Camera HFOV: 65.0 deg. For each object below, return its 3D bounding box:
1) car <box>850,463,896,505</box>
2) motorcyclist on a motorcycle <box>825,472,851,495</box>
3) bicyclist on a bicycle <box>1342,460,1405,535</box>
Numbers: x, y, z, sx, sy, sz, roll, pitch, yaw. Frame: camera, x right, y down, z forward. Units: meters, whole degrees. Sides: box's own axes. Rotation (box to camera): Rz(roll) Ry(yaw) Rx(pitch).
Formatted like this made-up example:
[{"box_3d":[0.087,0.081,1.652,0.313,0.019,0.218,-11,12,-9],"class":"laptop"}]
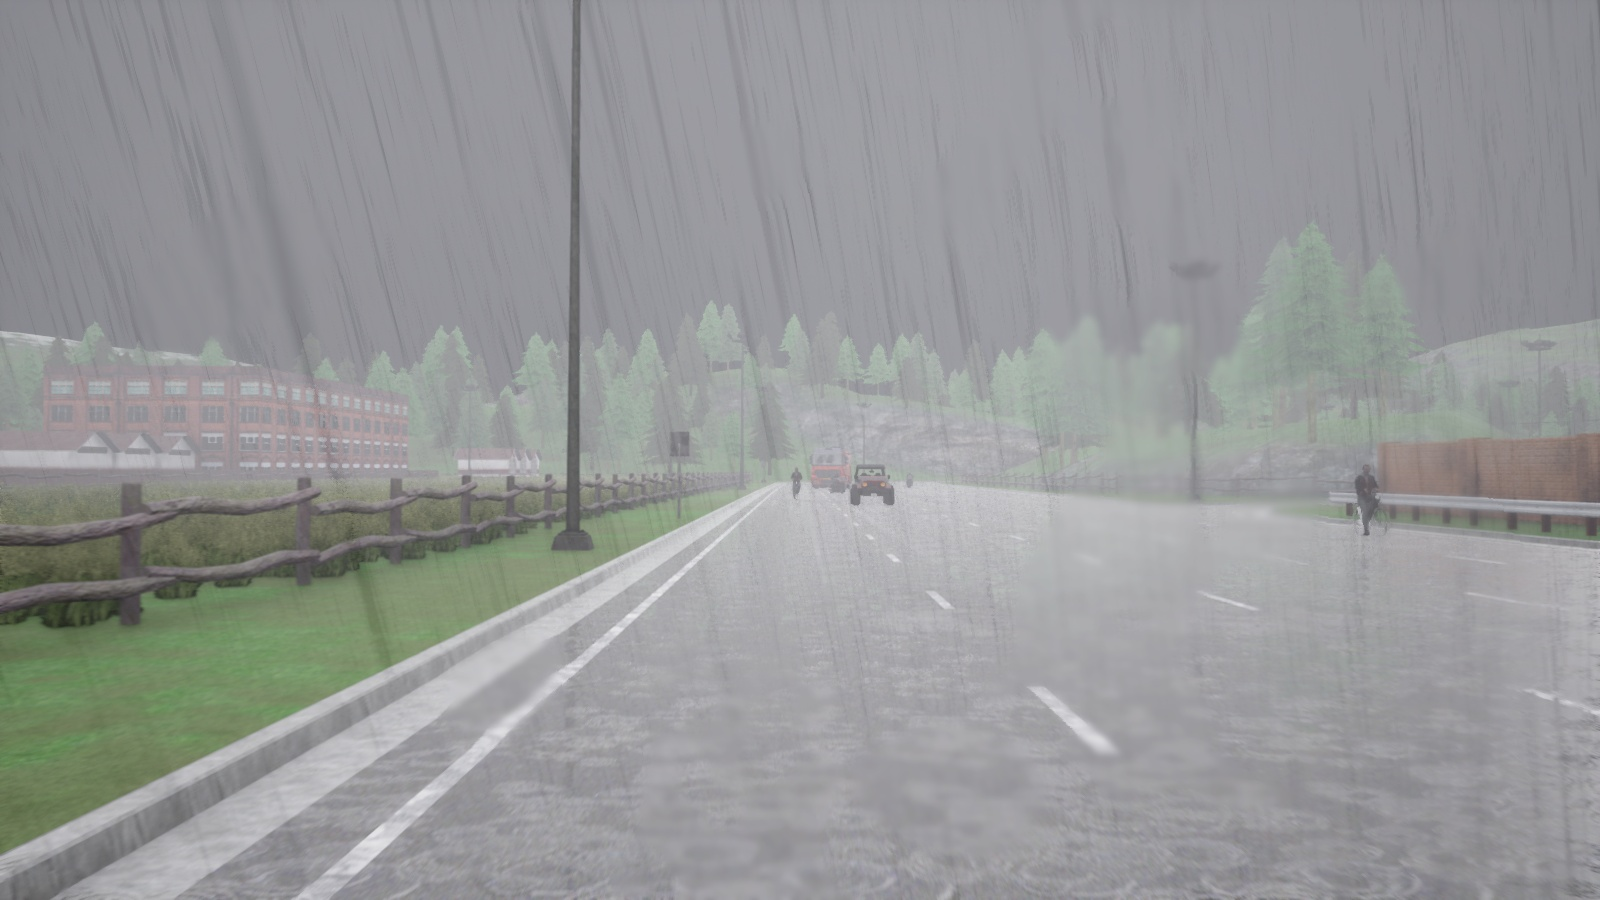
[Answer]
[{"box_3d":[3.357,1.577,58.523,1.905,1.878,3.866,0,-1,0],"class":"car"},{"box_3d":[2.614,2.278,85.969,0.866,1.530,2.191,-1,0,-25],"class":"motorcyclist on a motorcycle"},{"box_3d":[13.925,1.141,30.542,0.659,1.776,1.843,0,-1,0],"class":"bicyclist on a bicycle"}]
